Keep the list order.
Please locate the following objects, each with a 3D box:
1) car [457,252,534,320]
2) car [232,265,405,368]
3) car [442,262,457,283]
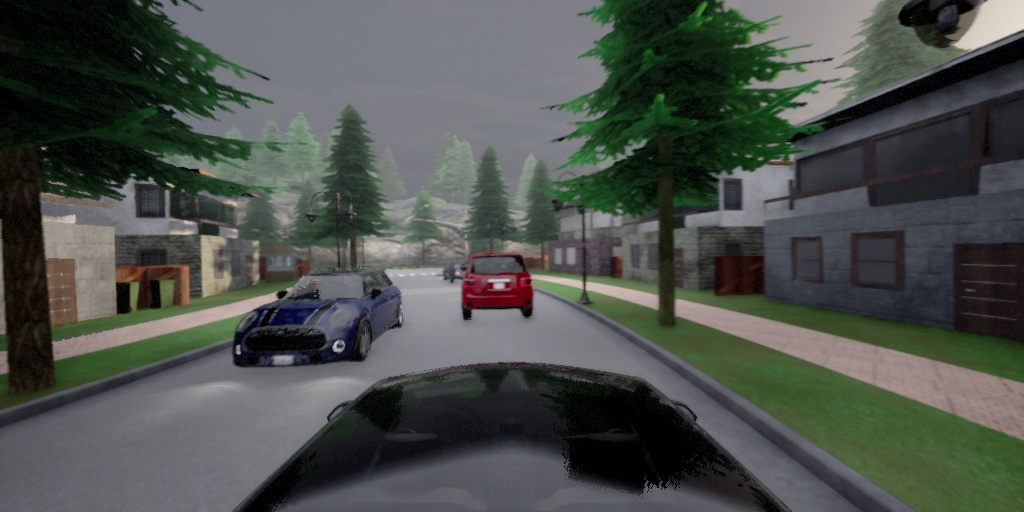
[{"bbox_3d":[-0.615,0.888,12.551,2.150,2.045,5.566,-1,1,-6],"label":"car"},{"bbox_3d":[-3.940,1.108,8.149,2.097,1.767,4.553,-1,1,-4],"label":"car"},{"bbox_3d":[-3.862,1.144,26.274,2.033,1.411,5.357,-1,1,-19],"label":"car"}]
